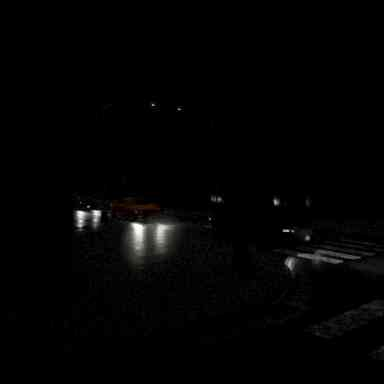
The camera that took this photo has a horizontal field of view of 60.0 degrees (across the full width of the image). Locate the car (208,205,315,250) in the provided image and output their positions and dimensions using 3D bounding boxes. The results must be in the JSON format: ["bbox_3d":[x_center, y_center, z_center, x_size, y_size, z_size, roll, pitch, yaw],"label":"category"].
[{"bbox_3d":[2.687,1.326,13.783,2.128,1.511,4.902,0,1,-35],"label":"car"}]

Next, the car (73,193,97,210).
[{"bbox_3d":[-11.058,1.046,33.315,1.895,1.301,4.718,0,1,-35],"label":"car"}]

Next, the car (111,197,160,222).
[{"bbox_3d":[-4.079,1.125,23.388,1.882,1.535,5.008,0,1,-35],"label":"car"}]

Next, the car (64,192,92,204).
[{"bbox_3d":[-15.282,0.772,44.435,2.033,1.411,5.357,0,1,-36],"label":"car"}]
